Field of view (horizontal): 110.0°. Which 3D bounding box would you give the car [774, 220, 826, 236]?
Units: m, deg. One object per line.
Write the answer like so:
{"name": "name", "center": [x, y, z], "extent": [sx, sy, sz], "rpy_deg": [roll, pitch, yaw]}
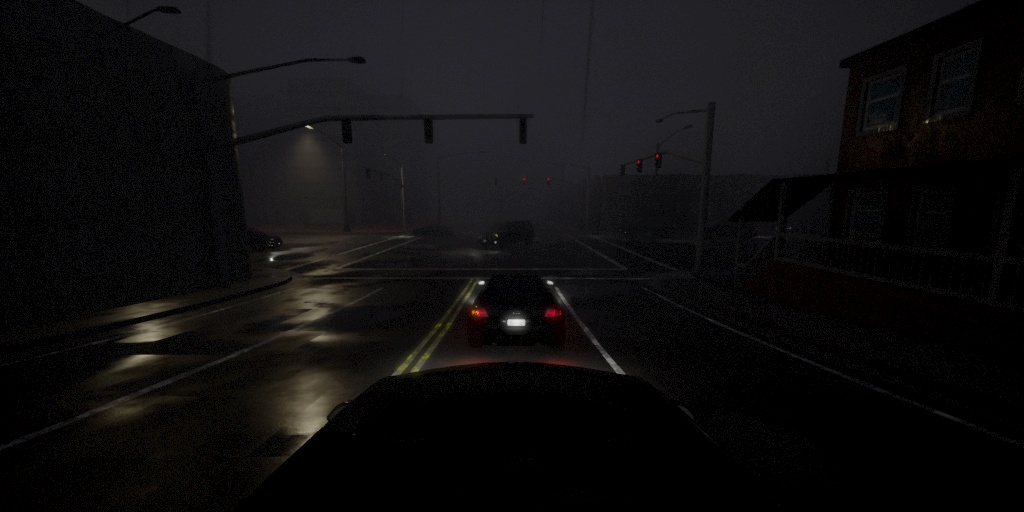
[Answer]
{"name": "car", "center": [29.978, -2.875, 37.202], "extent": [4.553, 1.767, 2.097], "rpy_deg": [0, 8, 1]}

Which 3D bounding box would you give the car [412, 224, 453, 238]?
{"name": "car", "center": [-8.242, -2.682, 37.499], "extent": [4.181, 1.385, 1.994], "rpy_deg": [0, 8, 0]}

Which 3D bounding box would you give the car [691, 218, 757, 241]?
{"name": "car", "center": [19.971, -2.498, 33.794], "extent": [5.566, 2.045, 2.150], "rpy_deg": [0, 8, 0]}

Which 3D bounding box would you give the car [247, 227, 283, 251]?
{"name": "car", "center": [-19.948, -1.186, 26.974], "extent": [4.892, 1.490, 1.837], "rpy_deg": [0, 8, 1]}

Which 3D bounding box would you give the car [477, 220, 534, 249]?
{"name": "car", "center": [-0.401, -1.809, 29.177], "extent": [2.150, 2.045, 5.566], "rpy_deg": [5, 10, 38]}

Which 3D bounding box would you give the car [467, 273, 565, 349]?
{"name": "car", "center": [0.097, 1.091, 8.682], "extent": [1.994, 1.385, 4.181], "rpy_deg": [0, 3, 0]}

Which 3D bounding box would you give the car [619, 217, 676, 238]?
{"name": "car", "center": [14.060, -3.013, 37.306], "extent": [5.566, 2.045, 2.150], "rpy_deg": [0, 8, 1]}
